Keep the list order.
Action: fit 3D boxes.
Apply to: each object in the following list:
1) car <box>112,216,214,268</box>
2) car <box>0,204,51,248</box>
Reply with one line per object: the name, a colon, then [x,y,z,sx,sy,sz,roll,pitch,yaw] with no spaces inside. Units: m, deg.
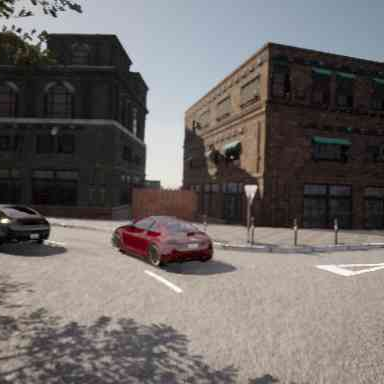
car: [-1.135,1.493,11.296,1.994,1.385,4.181,2,0,-36]
car: [-7.531,1.227,12.858,4.892,1.490,1.837,2,-2,31]
